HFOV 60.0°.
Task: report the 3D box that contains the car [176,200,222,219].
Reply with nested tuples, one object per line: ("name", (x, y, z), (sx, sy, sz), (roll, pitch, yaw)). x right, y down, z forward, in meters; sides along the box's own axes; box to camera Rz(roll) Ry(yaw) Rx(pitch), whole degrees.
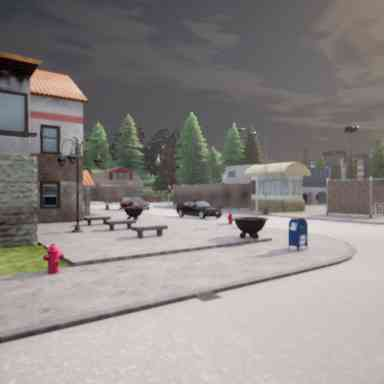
("car", (0.548, 1.443, 28.626), (1.882, 1.535, 5.008), (0, 0, -35))

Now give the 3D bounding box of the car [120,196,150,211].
("car", (-6.697, 1.316, 38.858), (2.097, 1.767, 4.553), (0, 0, -35))
